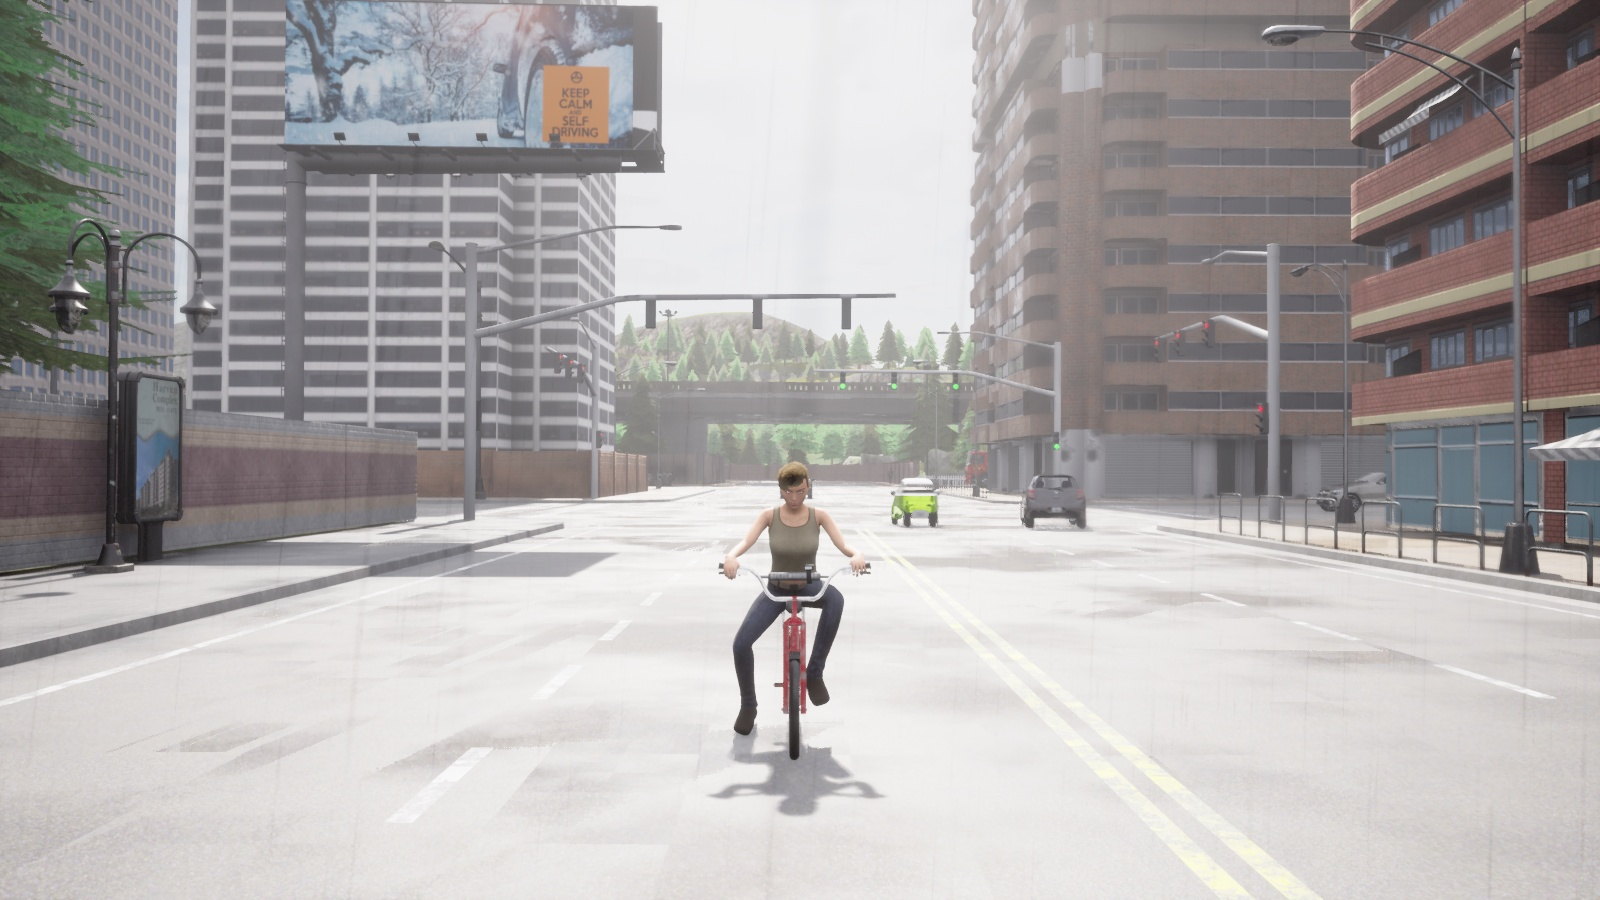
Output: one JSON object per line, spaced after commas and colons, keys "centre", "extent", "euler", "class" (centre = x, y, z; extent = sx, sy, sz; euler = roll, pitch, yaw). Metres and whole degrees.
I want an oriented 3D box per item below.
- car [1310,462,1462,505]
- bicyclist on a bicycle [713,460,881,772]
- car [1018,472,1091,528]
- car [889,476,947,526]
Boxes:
{"centre": [23.241, 1.337, 49.939], "extent": [5.027, 1.651, 2.152], "euler": [0, -1, 0], "class": "car"}
{"centre": [-0.027, 0.873, 7.275], "extent": [0.866, 1.612, 1.509], "euler": [0, -1, -1], "class": "bicyclist on a bicycle"}
{"centre": [7.278, 1.405, 36.139], "extent": [1.845, 1.501, 3.633], "euler": [-1, -1, 8], "class": "car"}
{"centre": [3.402, 1.468, 36.553], "extent": [1.481, 1.376, 2.207], "euler": [0, -1, 0], "class": "car"}
